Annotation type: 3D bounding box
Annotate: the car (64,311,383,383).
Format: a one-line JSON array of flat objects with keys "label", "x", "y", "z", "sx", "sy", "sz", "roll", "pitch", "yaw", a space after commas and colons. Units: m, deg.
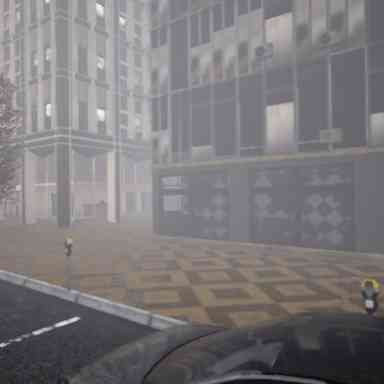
[{"label": "car", "x": 0.907, "y": 1.566, "z": 2.201, "sx": 4.313, "sy": 1.339, "sz": 1.947, "roll": 0, "pitch": -1, "yaw": 36}]
